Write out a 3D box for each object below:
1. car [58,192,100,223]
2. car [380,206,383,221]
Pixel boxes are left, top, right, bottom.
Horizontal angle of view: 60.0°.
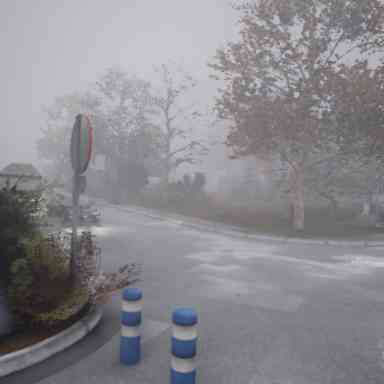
[{"bbox_3d":[-6.782,0.837,18.882,1.837,1.490,4.892,2,2,-36],"label":"car"},{"bbox_3d":[18.074,1.725,26.340,5.566,2.045,2.435,0,-2,33],"label":"car"}]
